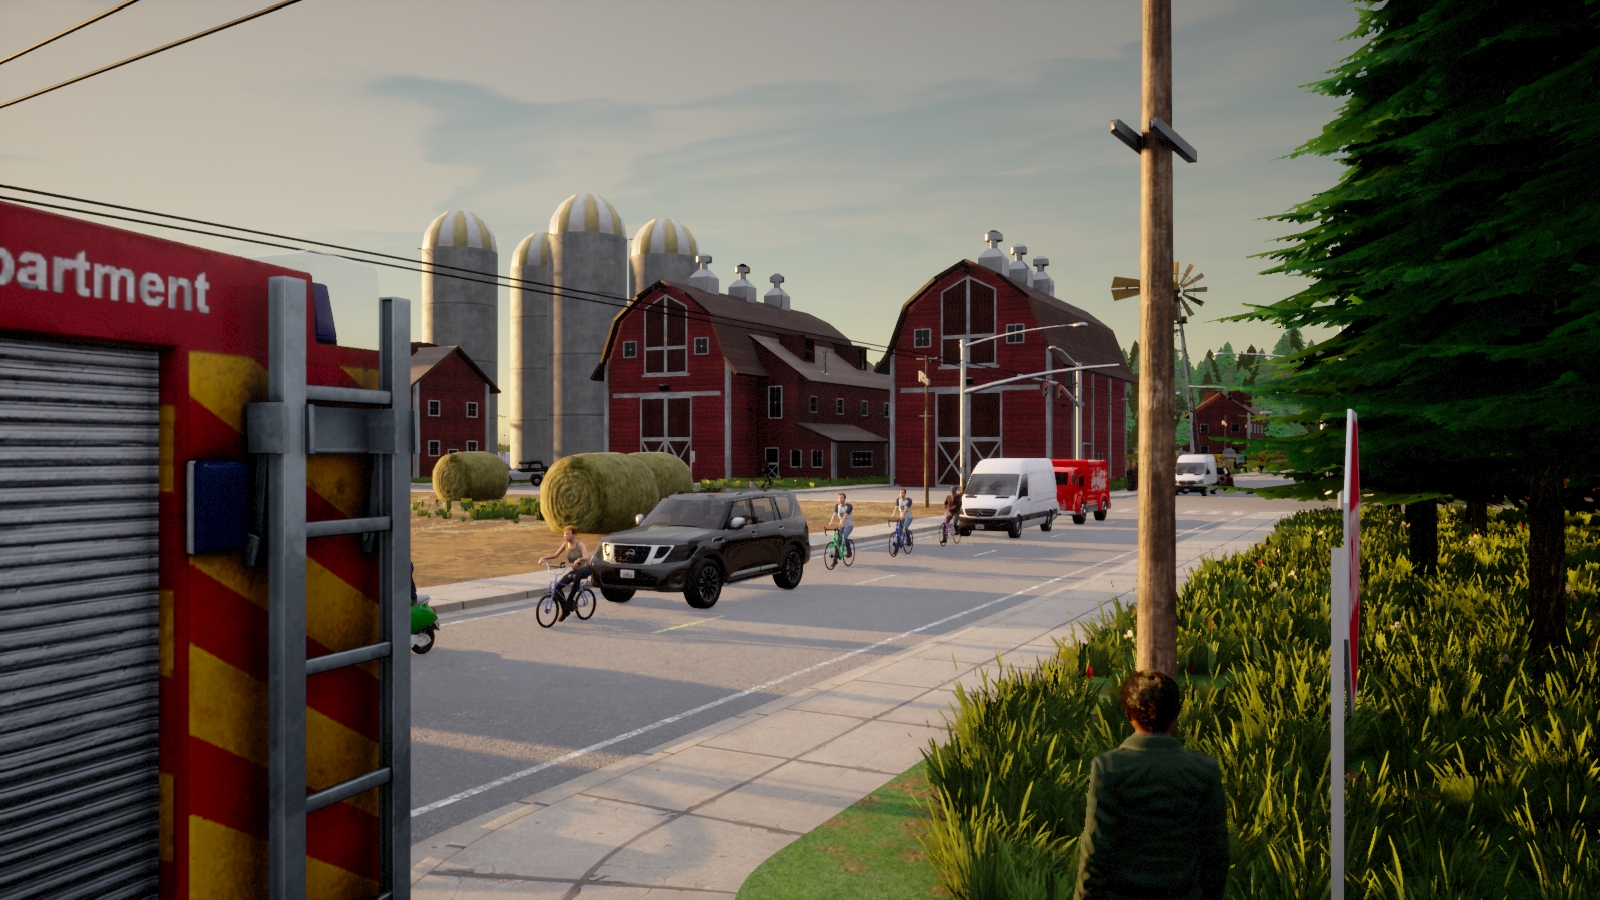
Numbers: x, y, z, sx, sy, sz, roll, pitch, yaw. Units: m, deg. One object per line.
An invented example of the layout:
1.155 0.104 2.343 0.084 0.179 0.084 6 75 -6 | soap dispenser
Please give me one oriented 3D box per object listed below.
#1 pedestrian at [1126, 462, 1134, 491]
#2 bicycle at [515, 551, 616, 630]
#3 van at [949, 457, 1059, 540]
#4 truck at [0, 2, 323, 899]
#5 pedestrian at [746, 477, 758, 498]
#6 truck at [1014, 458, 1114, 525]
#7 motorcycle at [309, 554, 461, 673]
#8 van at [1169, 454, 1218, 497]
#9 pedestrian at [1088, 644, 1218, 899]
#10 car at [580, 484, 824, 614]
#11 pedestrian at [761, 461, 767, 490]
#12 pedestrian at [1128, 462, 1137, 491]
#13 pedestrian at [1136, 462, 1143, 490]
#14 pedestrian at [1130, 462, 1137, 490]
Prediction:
21.186 1.695 73.353 0.375 1.860 0.375 0 0 38 | pedestrian
-3.791 2.256 18.598 0.859 1.080 1.487 0 0 28 | bicycle
7.076 1.534 38.957 1.988 2.561 5.915 0 0 28 | van
-6.001 0.867 3.759 8.468 3.827 2.891 0 0 20 | truck
-2.640 2.051 62.845 0.500 1.100 0.500 0 0 25 | pedestrian
10.571 1.568 45.380 2.627 2.467 5.204 0 0 28 | truck
-5.529 2.142 15.328 0.856 1.316 1.805 0 0 28 | motorcycle
24.785 1.535 71.839 1.988 2.561 5.915 0 0 28 | van
1.258 1.663 4.114 0.375 1.860 0.375 0 0 5 | pedestrian
-1.719 1.779 22.444 2.150 2.045 5.566 0 0 27 | car
-2.379 1.668 75.368 0.375 1.860 0.375 0 0 10 | pedestrian
21.542 1.696 74.045 0.375 1.860 0.375 0 0 -34 | pedestrian
22.434 1.694 75.498 0.375 1.860 0.375 0 0 7 | pedestrian
21.797 1.694 74.665 0.375 1.860 0.375 0 0 1 | pedestrian
